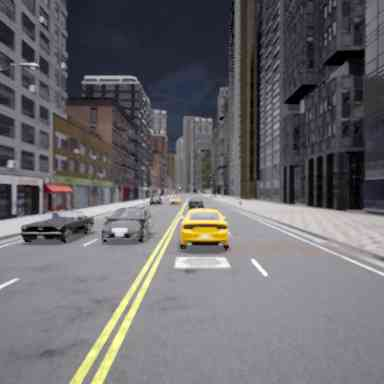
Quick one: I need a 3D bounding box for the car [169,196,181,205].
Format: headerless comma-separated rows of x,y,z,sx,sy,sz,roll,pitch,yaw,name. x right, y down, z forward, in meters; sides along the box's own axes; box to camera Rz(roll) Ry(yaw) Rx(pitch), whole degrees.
-2.862,1.468,57.078,1.882,1.535,5.008,0,0,1,car

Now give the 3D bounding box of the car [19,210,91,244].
-6.209,1.579,15.869,1.895,1.301,4.718,0,0,0,car

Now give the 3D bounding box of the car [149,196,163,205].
-6.111,1.457,57.079,1.882,1.535,5.008,0,0,1,car

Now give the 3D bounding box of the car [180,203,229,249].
0.491,1.479,14.642,1.882,1.535,5.008,0,0,0,car

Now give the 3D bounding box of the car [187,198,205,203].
0.499,1.502,41.602,1.837,1.490,4.892,0,0,0,car

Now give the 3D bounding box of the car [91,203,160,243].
-2.958,1.481,16.024,2.128,1.511,4.902,0,0,0,car
